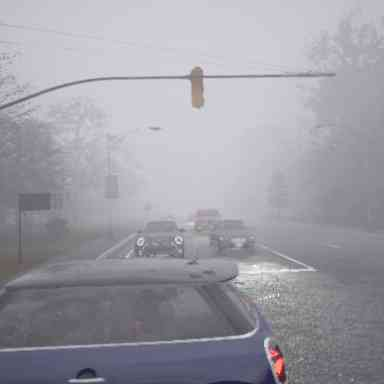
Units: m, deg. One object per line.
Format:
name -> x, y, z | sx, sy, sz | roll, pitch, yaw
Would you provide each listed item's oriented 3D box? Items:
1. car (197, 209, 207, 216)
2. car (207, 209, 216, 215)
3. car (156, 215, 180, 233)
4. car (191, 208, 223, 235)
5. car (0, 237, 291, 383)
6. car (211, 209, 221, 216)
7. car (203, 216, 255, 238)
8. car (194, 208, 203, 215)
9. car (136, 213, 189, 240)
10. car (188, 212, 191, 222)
car -> 2.359, 4.947, 79.495 | 1.882, 1.535, 5.008 | -2, -3, -3
car -> 5.310, 5.395, 90.103 | 1.895, 1.301, 4.718 | -2, -2, -3
car -> -2.285, 3.073, 32.365 | 2.033, 1.411, 5.357 | -2, -3, -3
car -> 1.392, 2.473, 28.825 | 2.150, 2.045, 5.566 | -2, -2, -3
car -> -1.340, 1.567, 3.540 | 4.553, 1.767, 2.097 | -2, -3, 0
car -> 5.833, 4.916, 80.090 | 1.812, 1.442, 4.674 | -2, -3, -3
car -> 1.994, 2.221, 17.416 | 2.128, 1.511, 4.902 | -2, -2, -3
car -> 1.813, 5.263, 89.871 | 2.097, 1.767, 4.553 | -2, -2, -3
car -> -1.422, 2.110, 15.682 | 2.097, 1.767, 4.553 | -2, -3, -3
car -> 0.344, 3.757, 50.837 | 2.128, 1.511, 4.902 | -2, -3, -3
